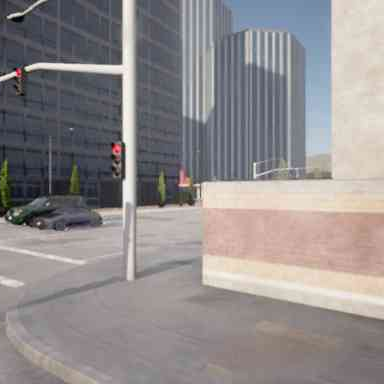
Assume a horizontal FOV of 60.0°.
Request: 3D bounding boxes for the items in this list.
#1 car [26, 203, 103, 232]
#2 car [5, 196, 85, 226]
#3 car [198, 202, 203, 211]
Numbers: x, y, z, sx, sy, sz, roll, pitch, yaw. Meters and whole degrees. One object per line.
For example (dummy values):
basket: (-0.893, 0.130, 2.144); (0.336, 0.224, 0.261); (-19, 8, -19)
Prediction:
car: (-7.679, 1.631, 20.803); (1.994, 1.385, 4.181); (0, 0, 36)
car: (-10.034, 1.290, 23.526); (2.150, 2.045, 5.566); (0, 0, 36)
car: (2.630, 1.421, 41.180); (2.097, 1.767, 4.553); (0, 0, 36)
